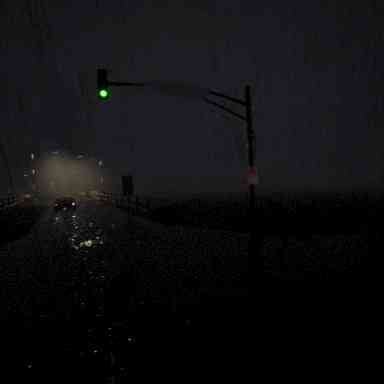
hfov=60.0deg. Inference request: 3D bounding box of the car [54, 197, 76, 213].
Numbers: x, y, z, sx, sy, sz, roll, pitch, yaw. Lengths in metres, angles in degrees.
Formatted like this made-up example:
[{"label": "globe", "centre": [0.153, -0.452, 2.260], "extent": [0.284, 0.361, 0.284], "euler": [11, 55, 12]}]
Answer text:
[{"label": "car", "centre": [-12.259, 1.171, 32.022], "extent": [1.895, 1.301, 4.718], "euler": [-4, 2, -21]}]
